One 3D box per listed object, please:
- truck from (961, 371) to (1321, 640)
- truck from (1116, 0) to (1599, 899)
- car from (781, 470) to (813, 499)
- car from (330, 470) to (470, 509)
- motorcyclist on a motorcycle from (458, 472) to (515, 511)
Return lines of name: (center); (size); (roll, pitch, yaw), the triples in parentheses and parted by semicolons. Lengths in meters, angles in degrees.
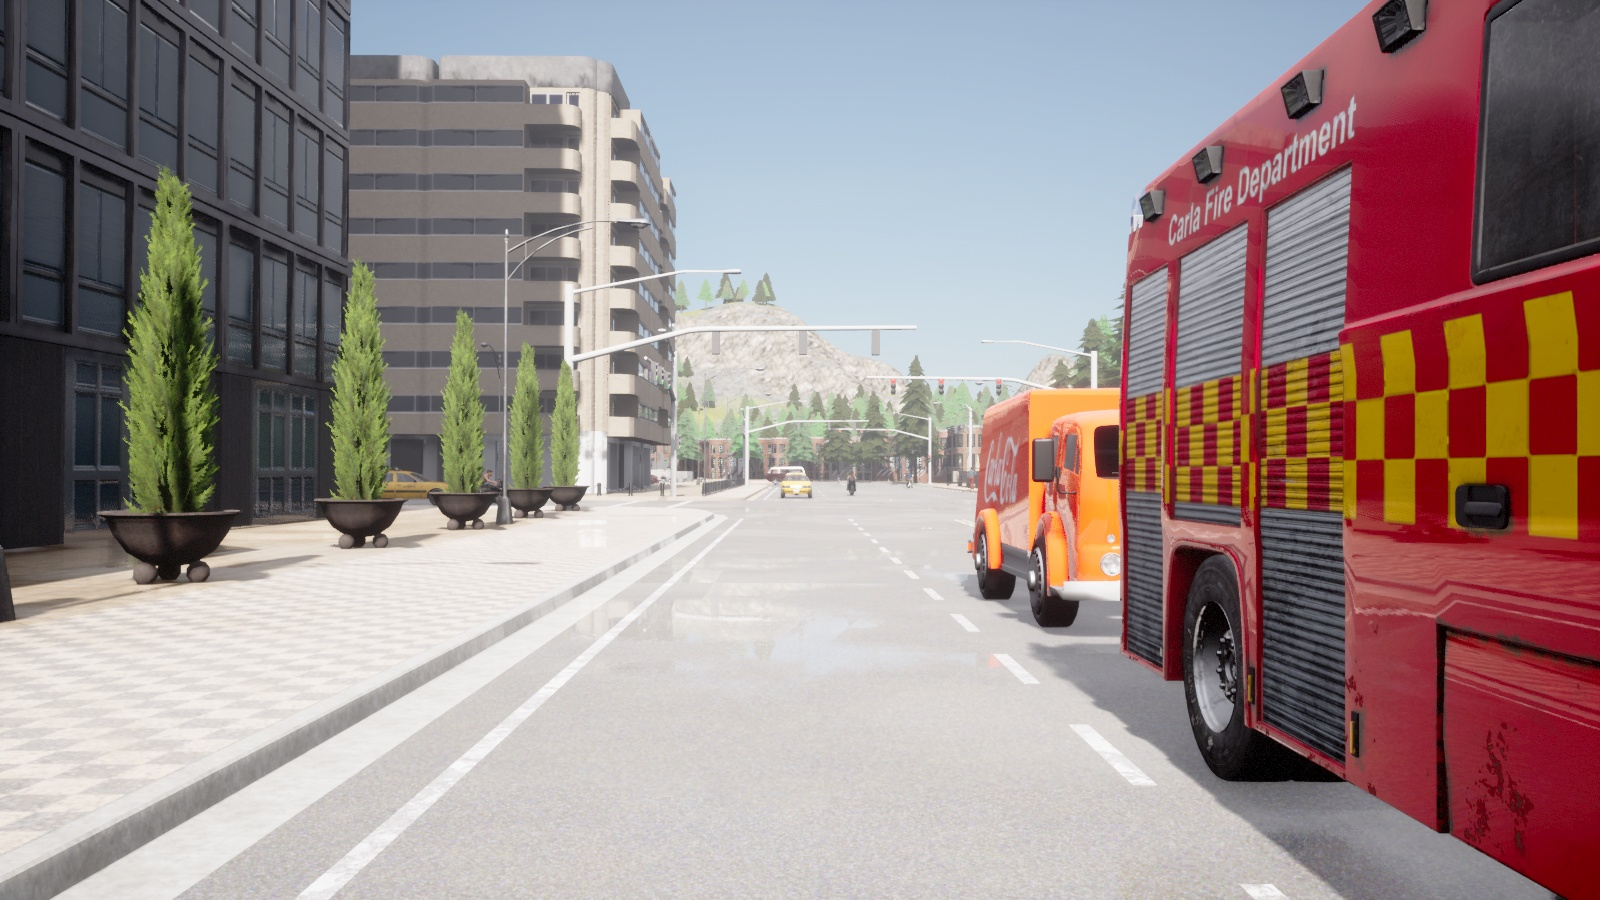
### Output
truck: (3.465, 0.551, 14.149); (2.627, 2.467, 5.204); (0, -1, 0)
truck: (3.485, -0.301, 3.774); (2.891, 3.827, 8.468); (0, -1, 0)
car: (-0.191, 1.982, 73.270); (1.801, 1.575, 5.366); (0, -1, 0)
car: (-16.922, 1.659, 53.309); (5.366, 1.575, 1.801); (0, -1, 0)
motorcyclist on a motorcycle: (-12.417, 1.625, 49.796); (2.044, 1.523, 0.797); (0, -1, 0)
